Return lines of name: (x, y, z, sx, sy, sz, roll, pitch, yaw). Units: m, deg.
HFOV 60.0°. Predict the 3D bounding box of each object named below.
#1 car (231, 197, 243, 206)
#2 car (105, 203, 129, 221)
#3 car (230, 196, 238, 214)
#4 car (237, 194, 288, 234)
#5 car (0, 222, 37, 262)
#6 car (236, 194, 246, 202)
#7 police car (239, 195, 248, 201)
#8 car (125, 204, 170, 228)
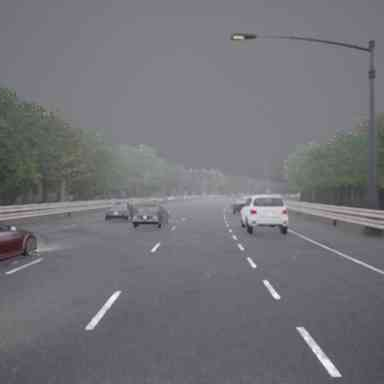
car: (8.182, 1.694, 60.028, 2.033, 1.411, 5.357, 0, 0, 9)
car: (-5.826, 1.625, 28.051, 1.994, 1.385, 4.181, 0, 0, 4)
car: (5.374, 1.566, 36.209, 1.882, 1.535, 5.008, 0, 0, 5)
car: (4.165, 1.262, 19.792, 2.150, 2.045, 5.566, 0, -1, 3)
car: (-6.699, 1.582, 10.502, 1.994, 1.385, 4.181, 0, 0, 1)
car: (11.997, 1.431, 81.064, 2.150, 2.045, 5.566, 0, 0, 12)
police car: (14.312, 1.750, 91.452, 2.038, 1.542, 4.974, 0, 0, 13)
car: (-2.691, 1.598, 22.603, 2.033, 1.411, 5.357, 0, 0, 3)
